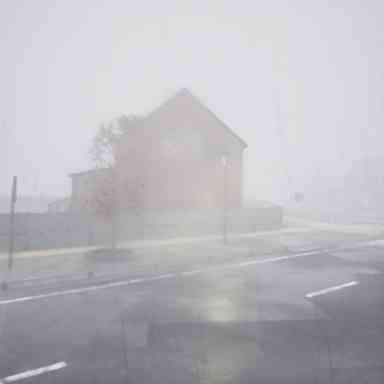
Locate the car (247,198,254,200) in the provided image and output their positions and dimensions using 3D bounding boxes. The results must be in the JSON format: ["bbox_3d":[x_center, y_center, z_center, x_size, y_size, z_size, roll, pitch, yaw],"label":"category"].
[{"bbox_3d":[10.349,1.849,59.606,1.994,1.385,4.181,2,0,-4],"label":"car"}]
